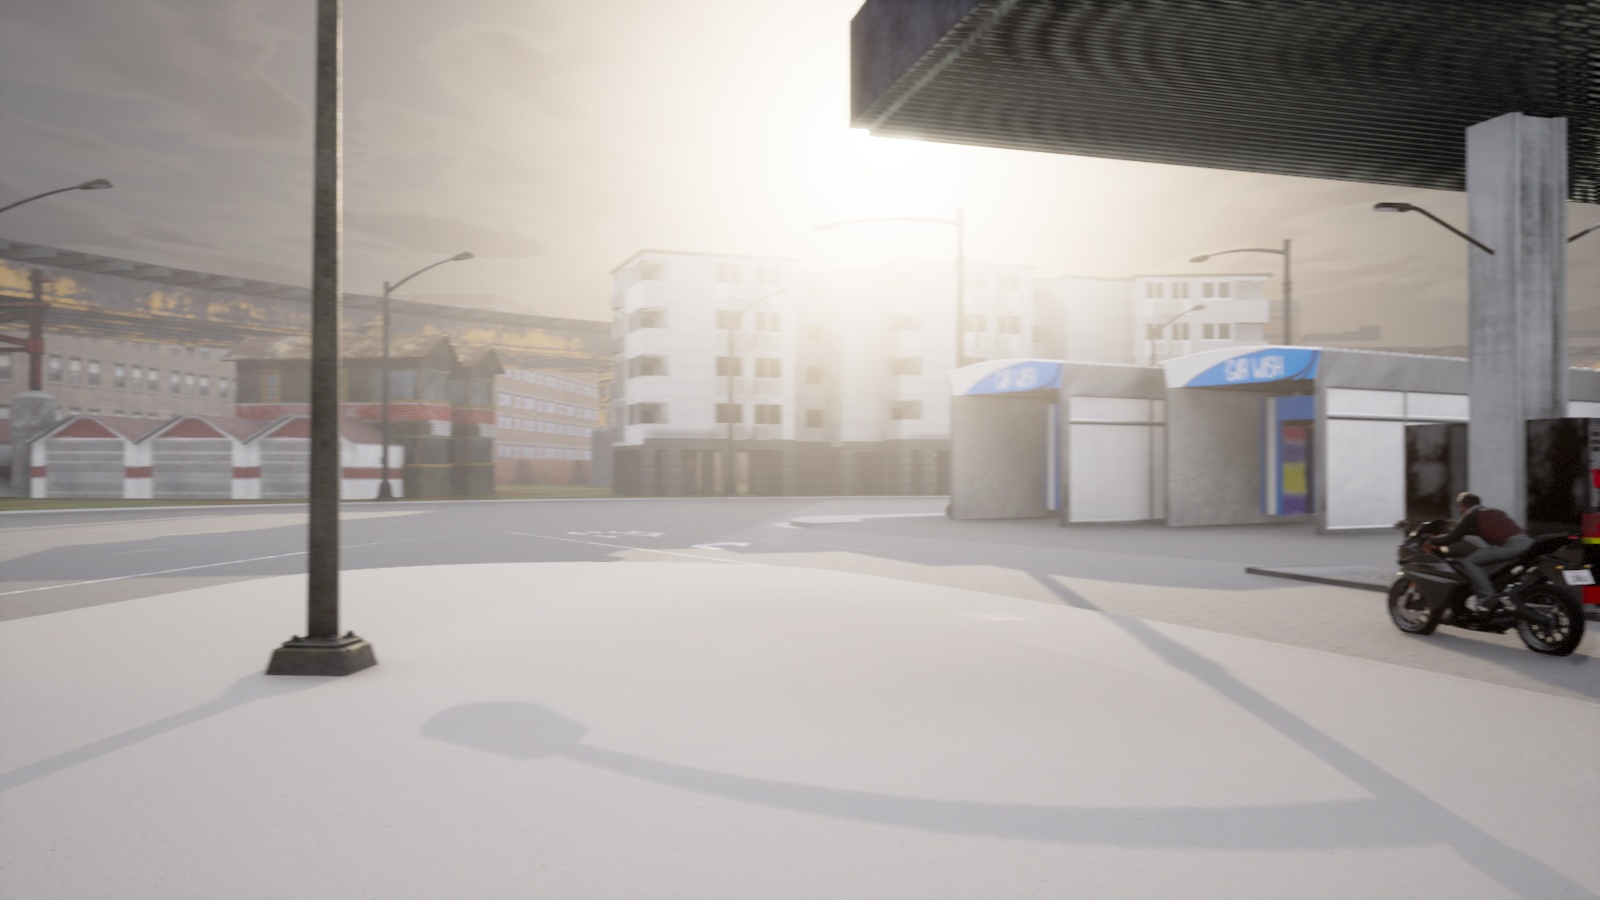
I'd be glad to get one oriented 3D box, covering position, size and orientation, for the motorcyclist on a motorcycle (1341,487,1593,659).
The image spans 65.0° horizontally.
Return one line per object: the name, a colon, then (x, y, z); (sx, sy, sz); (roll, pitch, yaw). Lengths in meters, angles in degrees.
motorcyclist on a motorcycle: (6.622, 1.155, 12.639); (0.866, 1.530, 2.191); (0, -1, -21)
